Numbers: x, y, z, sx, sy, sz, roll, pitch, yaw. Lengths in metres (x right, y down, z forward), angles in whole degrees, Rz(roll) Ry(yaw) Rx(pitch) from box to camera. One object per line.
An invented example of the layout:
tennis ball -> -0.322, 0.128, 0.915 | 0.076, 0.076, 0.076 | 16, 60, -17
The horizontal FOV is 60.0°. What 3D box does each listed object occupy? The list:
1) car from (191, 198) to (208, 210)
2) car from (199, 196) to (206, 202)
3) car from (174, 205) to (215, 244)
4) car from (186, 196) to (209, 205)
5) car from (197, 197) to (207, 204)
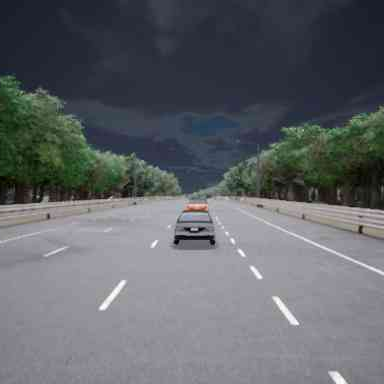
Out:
car -> 1.091, 1.589, 46.402 | 2.128, 1.511, 4.902 | 0, 0, 2
car -> 2.992, 1.897, 92.551 | 1.882, 1.535, 5.008 | 0, -1, 2
car -> 0.140, 1.562, 15.957 | 2.033, 1.411, 5.357 | 0, 0, 1
car -> 0.517, 1.404, 31.267 | 2.097, 1.767, 4.553 | 0, 0, 2
car -> 2.072, 1.781, 70.200 | 1.994, 1.385, 4.181 | 0, 0, 2
